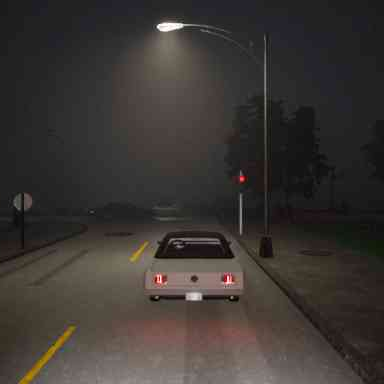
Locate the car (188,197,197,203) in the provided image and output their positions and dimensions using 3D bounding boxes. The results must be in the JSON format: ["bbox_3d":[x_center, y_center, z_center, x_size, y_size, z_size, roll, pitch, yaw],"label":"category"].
[{"bbox_3d":[0.033,1.601,69.423,1.895,1.301,4.718,0,0,0],"label":"car"}]

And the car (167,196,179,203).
[{"bbox_3d":[-3.967,1.540,70.143,2.033,1.411,5.357,0,0,0],"label":"car"}]

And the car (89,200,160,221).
[{"bbox_3d":[-5.663,1.547,27.287,5.357,1.411,2.033,0,0,-17],"label":"car"}]

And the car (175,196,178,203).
[{"bbox_3d":[-4.044,1.547,59.802,2.033,1.411,5.357,0,0,0],"label":"car"}]

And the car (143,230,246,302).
[{"bbox_3d":[0.060,1.601,8.233,1.895,1.301,4.718,0,0,0],"label":"car"}]

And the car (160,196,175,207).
[{"bbox_3d":[-4.072,1.505,50.104,1.837,1.490,4.892,0,0,0],"label":"car"}]
